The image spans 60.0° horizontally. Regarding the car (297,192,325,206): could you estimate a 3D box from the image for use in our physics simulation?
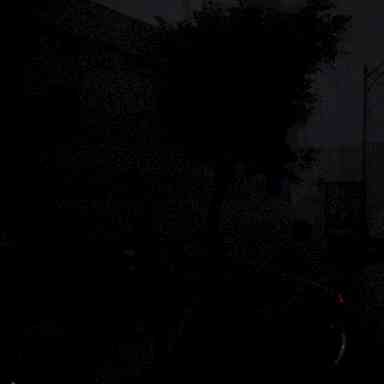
[{"bbox_3d":[18.764,1.094,50.855,2.150,2.045,5.566,2,-1,-34],"label":"car"}]

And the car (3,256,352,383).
[{"bbox_3d":[0.073,1.558,4.047,4.181,1.385,1.994,0,0,-36],"label":"car"}]
